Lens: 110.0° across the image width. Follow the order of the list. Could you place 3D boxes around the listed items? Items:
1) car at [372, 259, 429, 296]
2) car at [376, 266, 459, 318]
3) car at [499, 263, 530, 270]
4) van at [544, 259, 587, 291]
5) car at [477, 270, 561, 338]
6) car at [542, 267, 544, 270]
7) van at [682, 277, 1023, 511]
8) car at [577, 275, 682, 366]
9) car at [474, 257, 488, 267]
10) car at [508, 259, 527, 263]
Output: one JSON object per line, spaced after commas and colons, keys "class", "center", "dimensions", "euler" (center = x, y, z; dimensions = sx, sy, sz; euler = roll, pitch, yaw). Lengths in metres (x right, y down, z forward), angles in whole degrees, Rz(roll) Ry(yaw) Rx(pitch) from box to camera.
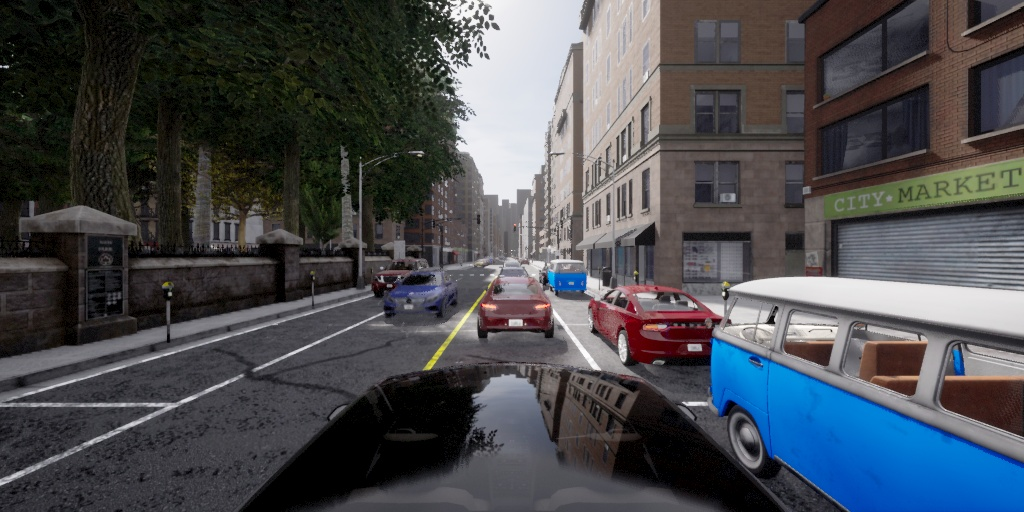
{"class": "car", "center": [-5.668, 1.060, 19.112], "dimensions": [2.192, 1.841, 5.009], "euler": [0, 0, 0]}
{"class": "car", "center": [-3.094, 1.273, 13.087], "dimensions": [1.812, 1.442, 4.674], "euler": [0, 0, 0]}
{"class": "car", "center": [0.097, 1.292, 19.611], "dimensions": [2.033, 1.411, 5.357], "euler": [0, 0, 1]}
{"class": "van", "center": [2.857, 1.086, 19.152], "dimensions": [1.690, 1.789, 3.998], "euler": [0, 0, 0]}
{"class": "car", "center": [0.095, 1.275, 10.032], "dimensions": [1.812, 1.442, 4.674], "euler": [0, 0, 0]}
{"class": "car", "center": [2.857, 1.307, 24.812], "dimensions": [1.948, 1.339, 4.313], "euler": [0, 0, 0]}
{"class": "van", "center": [2.856, 1.091, 2.170], "dimensions": [1.690, 1.789, 3.998], "euler": [0, 0, 0]}
{"class": "car", "center": [2.857, 1.294, 7.831], "dimensions": [1.888, 1.381, 4.507], "euler": [0, 0, 0]}
{"class": "car", "center": [-5.667, 1.230, 62.631], "dimensions": [1.751, 1.417, 4.829], "euler": [0, 0, 0]}
{"class": "car", "center": [0.004, 1.242, 29.355], "dimensions": [1.837, 1.490, 4.892], "euler": [0, 0, 0]}
